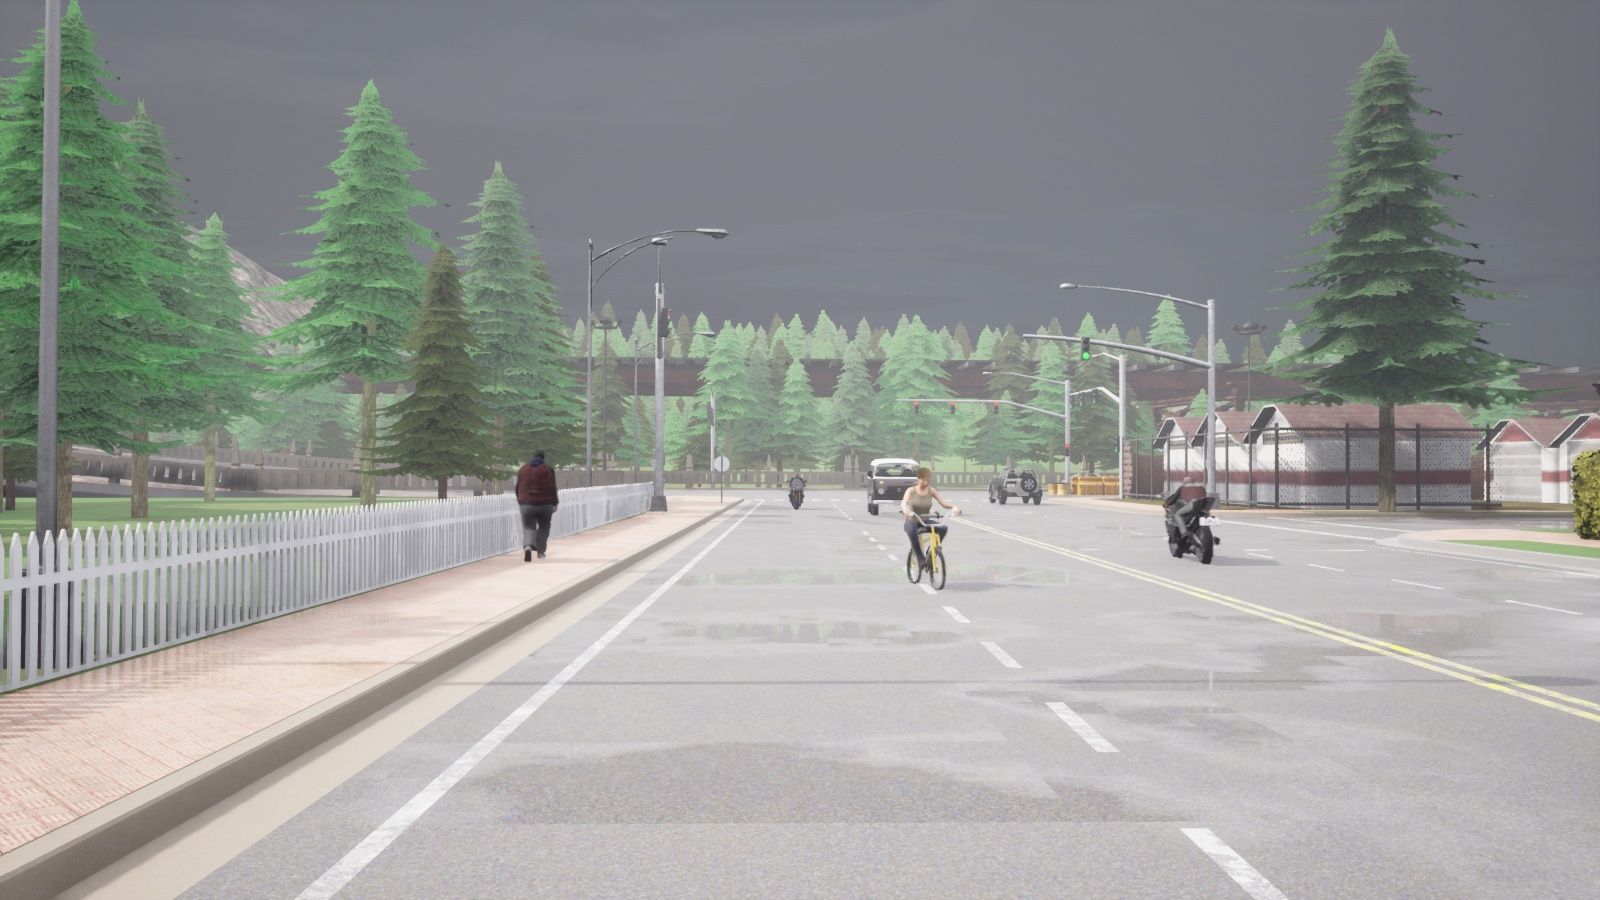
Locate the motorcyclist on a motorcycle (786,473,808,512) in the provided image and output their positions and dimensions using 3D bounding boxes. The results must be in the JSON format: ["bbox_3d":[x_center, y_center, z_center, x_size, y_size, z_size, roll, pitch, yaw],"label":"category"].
[{"bbox_3d":[-0.125,1.697,50.584,0.866,1.530,2.191,0,-1,0],"label":"motorcyclist on a motorcycle"}]

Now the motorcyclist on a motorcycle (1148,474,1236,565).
[{"bbox_3d":[6.945,1.197,22.370,0.866,1.530,2.191,0,-1,0],"label":"motorcyclist on a motorcycle"}]

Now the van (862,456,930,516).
[{"bbox_3d":[3.388,1.278,45.008,2.069,2.038,4.480,0,-1,0],"label":"van"}]

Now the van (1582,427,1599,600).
[{"bbox_3d":[10.467,0.712,12.873,2.069,2.038,4.480,0,-1,0],"label":"van"}]

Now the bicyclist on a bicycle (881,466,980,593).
[{"bbox_3d":[1.720,1.026,16.795,0.866,1.612,1.509,0,-1,-14],"label":"bicyclist on a bicycle"}]

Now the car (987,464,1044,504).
[{"bbox_3d":[10.351,1.604,60.517,1.932,1.855,4.605,0,-1,0],"label":"car"}]

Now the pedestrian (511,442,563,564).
[{"bbox_3d":[-4.070,0.816,19.481,0.634,1.844,0.899,0,-1,0],"label":"pedestrian"}]
